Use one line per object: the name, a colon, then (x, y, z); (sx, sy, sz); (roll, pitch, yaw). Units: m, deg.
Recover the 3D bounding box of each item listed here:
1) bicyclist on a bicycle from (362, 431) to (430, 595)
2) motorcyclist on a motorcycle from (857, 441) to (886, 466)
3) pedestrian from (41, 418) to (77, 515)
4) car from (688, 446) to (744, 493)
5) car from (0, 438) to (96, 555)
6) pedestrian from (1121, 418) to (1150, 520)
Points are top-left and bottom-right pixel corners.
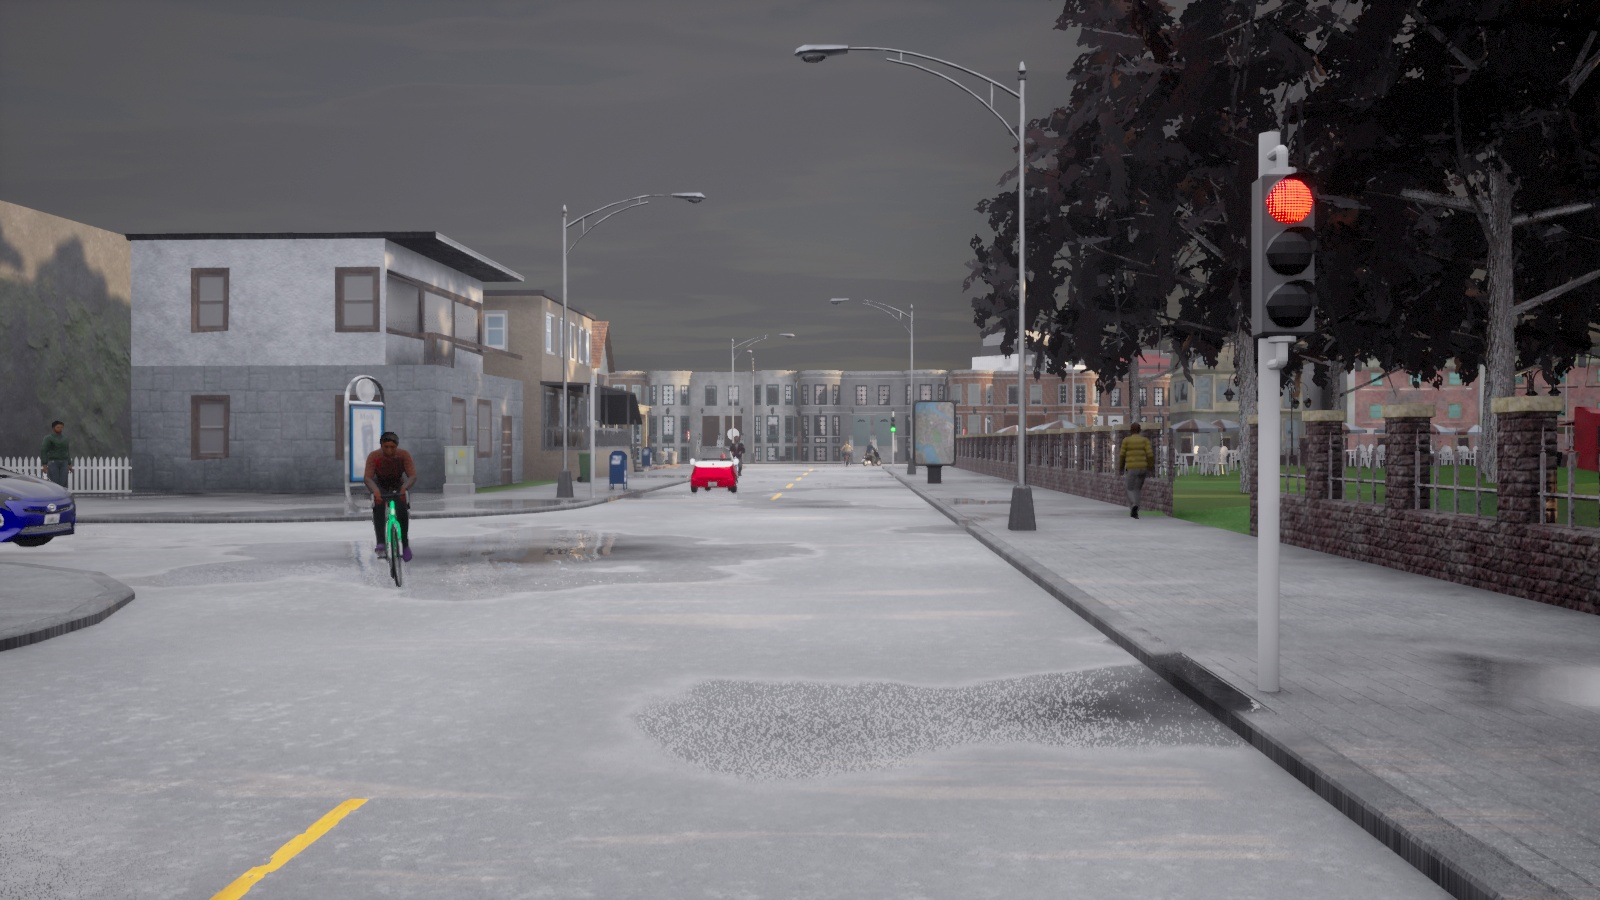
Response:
bicyclist on a bicycle: (-4.341, 0.620, 13.436); (0.582, 1.620, 1.656); (-2, 1, -20)
motorcyclist on a motorcycle: (4.605, 0.248, 80.782); (0.866, 1.590, 1.817); (0, 0, 45)
pedestrian: (-14.293, 0.308, 24.213); (0.614, 1.847, 0.353); (0, 0, 32)
car: (-2.562, 0.582, 38.474); (1.481, 1.376, 2.207); (0, 0, 2)
car: (-12.545, 0.583, 17.377); (4.514, 1.525, 2.007); (0, 0, 2)
pedestrian: (6.127, 0.332, 22.939); (0.370, 1.835, 0.726); (0, 0, 2)
